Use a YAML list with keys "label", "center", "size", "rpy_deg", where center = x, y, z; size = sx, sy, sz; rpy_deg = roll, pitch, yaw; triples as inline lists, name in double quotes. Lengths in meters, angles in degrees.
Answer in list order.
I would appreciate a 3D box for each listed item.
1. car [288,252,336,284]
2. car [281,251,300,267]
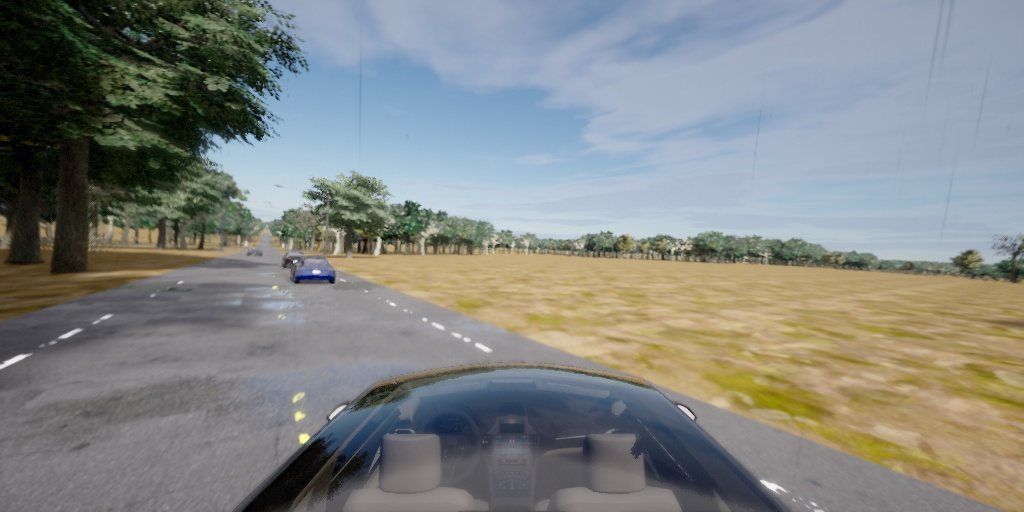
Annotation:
- label: "car"
  center: [-11.142, 0.727, 20.084]
  size: [1.994, 1.385, 4.181]
  rpy_deg: [3, 0, -34]
- label: "car"
  center: [-19.720, 0.272, 32.591]
  size: [1.812, 1.442, 4.674]
  rpy_deg: [3, 0, -34]
